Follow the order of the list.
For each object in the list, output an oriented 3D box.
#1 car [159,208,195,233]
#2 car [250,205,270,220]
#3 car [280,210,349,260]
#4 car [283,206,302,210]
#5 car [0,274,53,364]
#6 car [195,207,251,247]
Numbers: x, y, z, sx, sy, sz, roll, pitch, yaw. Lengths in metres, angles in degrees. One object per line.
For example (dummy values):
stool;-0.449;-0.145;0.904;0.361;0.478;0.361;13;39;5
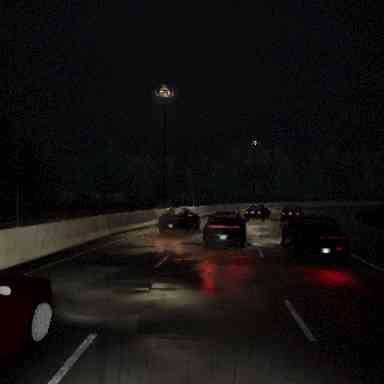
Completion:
car;-0.721;1.794;21.815;2.128;1.511;4.902;0;-1;12
car;6.731;2.035;34.052;2.033;1.411;5.357;0;-1;22
car;4.754;1.701;13.314;1.837;1.490;4.892;0;-1;9
car;9.621;2.010;31.828;2.033;1.411;5.357;0;-1;21
car;-3.243;1.520;3.451;1.882;1.535;5.008;0;-1;2
car;1.712;1.724;16.376;2.128;1.511;4.902;0;-1;10
